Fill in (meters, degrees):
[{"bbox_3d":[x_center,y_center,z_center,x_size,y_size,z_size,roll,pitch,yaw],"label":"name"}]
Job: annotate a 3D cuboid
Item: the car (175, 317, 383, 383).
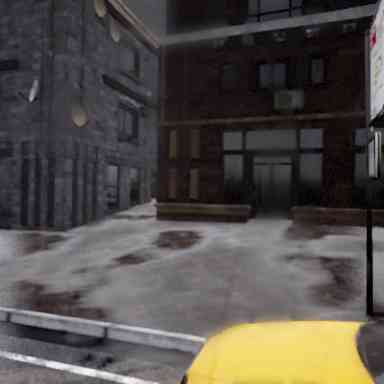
[{"bbox_3d":[2.427,1.481,2.288,5.366,1.575,1.801,0,0,19],"label":"car"}]
